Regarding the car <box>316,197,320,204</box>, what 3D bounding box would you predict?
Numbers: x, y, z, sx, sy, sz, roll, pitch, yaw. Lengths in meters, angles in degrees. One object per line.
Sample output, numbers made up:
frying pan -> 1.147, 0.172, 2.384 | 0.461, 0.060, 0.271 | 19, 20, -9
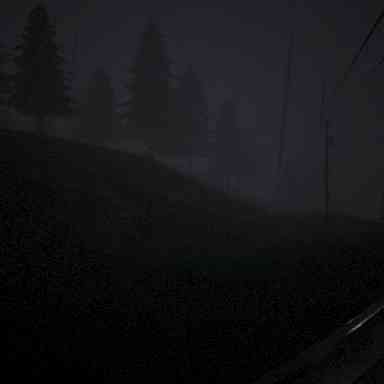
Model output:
car -> 30.384, 1.949, 78.200 | 2.097, 1.767, 4.553 | 0, -1, 14

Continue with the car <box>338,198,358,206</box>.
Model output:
car -> 31.438, 2.127, 67.652 | 2.033, 1.411, 5.357 | 0, -1, 14

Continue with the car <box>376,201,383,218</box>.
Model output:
car -> 18.907, 1.826, 30.698 | 1.994, 1.385, 4.181 | 0, -1, 15

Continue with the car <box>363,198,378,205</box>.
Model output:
car -> 40.598, 2.112, 75.763 | 1.994, 1.385, 4.181 | 0, -1, 14

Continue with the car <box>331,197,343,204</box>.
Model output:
car -> 33.891, 2.064, 77.812 | 1.882, 1.535, 5.008 | 0, -1, 14

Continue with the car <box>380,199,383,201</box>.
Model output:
car -> 38.152, 2.093, 65.637 | 2.033, 1.411, 5.357 | 0, -1, 14

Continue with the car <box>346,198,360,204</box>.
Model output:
car -> 37.293, 2.075, 76.990 | 1.837, 1.490, 4.892 | 0, -1, 14

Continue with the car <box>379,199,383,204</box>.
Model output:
car -> 44.007, 2.143, 74.970 | 1.895, 1.301, 4.718 | 0, -1, 14

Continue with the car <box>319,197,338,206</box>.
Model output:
car -> 27.946, 2.087, 68.101 | 1.837, 1.490, 4.892 | 0, -1, 14

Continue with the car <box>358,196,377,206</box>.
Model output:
car -> 34.952, 1.797, 67.300 | 2.150, 2.045, 5.566 | 0, -1, 14
